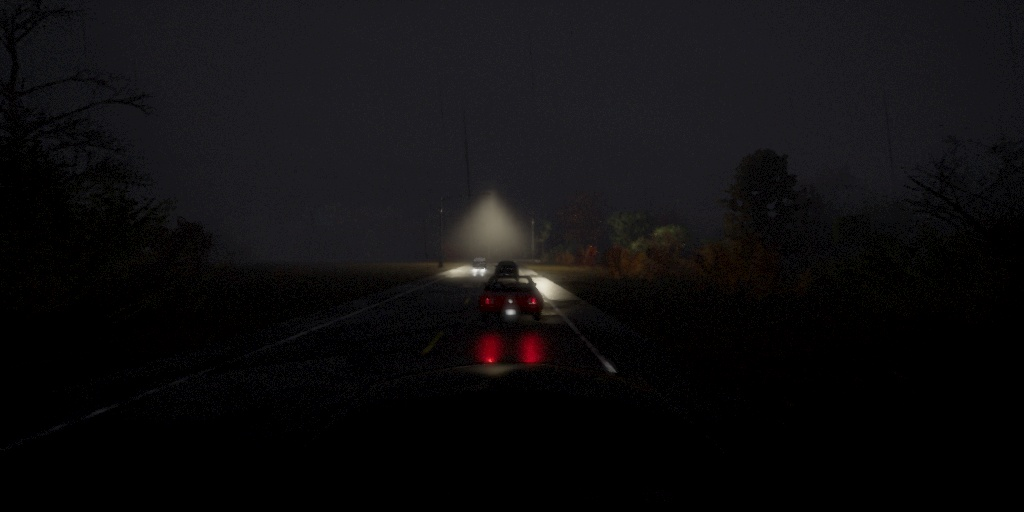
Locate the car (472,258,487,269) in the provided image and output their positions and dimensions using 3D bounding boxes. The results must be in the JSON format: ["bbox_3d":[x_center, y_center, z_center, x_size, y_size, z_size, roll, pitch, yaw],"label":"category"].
[{"bbox_3d":[-4.545,0.971,50.563,2.128,1.511,4.902,0,1,-1],"label":"car"}]

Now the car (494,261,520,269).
[{"bbox_3d":[-0.401,1.111,28.934,1.837,1.490,4.892,0,1,-1],"label":"car"}]

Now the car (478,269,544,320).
[{"bbox_3d":[-0.055,1.296,12.400,1.895,1.301,4.718,0,0,-1],"label":"car"}]
